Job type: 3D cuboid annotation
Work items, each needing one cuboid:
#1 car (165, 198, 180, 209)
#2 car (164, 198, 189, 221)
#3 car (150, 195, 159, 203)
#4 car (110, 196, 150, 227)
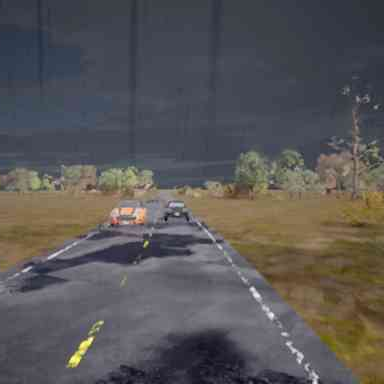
[{"bbox_3d":[-2.583,1.421,43.202,1.895,1.301,4.718,0,0,-5],"label":"car"},{"bbox_3d":[-1.253,1.416,26.303,1.812,1.442,4.674,0,0,-4],"label":"car"},{"bbox_3d":[-7.134,1.315,60.873,1.994,1.385,4.181,0,0,-4],"label":"car"},{"bbox_3d":[-4.127,1.264,22.192,2.097,1.767,4.553,0,0,-4],"label":"car"}]
